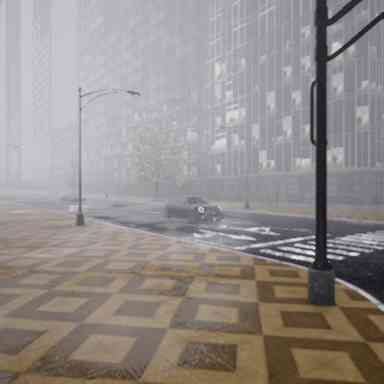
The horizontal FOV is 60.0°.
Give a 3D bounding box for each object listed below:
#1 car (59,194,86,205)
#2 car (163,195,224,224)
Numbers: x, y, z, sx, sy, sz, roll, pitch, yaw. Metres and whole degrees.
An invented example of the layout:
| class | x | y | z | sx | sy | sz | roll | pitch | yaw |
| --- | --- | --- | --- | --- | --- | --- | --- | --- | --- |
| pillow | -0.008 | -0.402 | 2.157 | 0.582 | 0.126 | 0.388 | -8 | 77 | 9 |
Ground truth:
| class | x | y | z | sx | sy | sz | roll | pitch | yaw |
| --- | --- | --- | --- | --- | --- | --- | --- | --- | --- |
| car | -14.623 | 0.850 | 40.736 | 1.895 | 1.301 | 4.718 | 0 | 1 | -38 |
| car | 0.009 | 1.035 | 22.091 | 2.097 | 1.767 | 4.553 | 0 | 1 | -38 |
